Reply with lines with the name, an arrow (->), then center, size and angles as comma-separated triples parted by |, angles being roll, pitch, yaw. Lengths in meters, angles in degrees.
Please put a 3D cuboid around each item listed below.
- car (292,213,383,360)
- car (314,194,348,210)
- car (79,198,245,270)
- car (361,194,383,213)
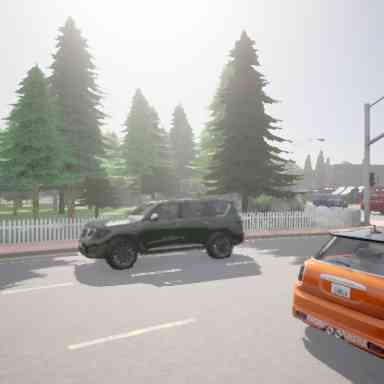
car -> 3.926, 1.352, 5.437 | 4.553, 1.767, 2.097 | 0, 0, -26
car -> 17.968, 1.276, 43.464 | 2.150, 2.045, 5.566 | 0, 0, -8
car -> -0.864, 1.221, 11.201 | 5.566, 2.045, 2.150 | 0, 0, -26
car -> 19.339, 1.276, 33.199 | 2.150, 2.045, 5.566 | 0, 0, -8
